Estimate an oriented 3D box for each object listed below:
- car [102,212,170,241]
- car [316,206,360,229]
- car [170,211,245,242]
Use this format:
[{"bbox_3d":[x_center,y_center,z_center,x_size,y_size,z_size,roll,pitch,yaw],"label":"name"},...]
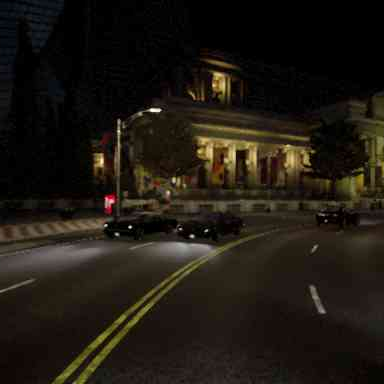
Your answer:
[{"bbox_3d":[-2.652,1.748,17.889,1.895,1.301,4.718,0,-1,25],"label":"car"},{"bbox_3d":[10.882,1.810,24.685,2.128,1.511,4.902,0,-1,43],"label":"car"},{"bbox_3d":[1.232,1.726,17.956,2.033,1.411,5.357,0,-1,28],"label":"car"}]
